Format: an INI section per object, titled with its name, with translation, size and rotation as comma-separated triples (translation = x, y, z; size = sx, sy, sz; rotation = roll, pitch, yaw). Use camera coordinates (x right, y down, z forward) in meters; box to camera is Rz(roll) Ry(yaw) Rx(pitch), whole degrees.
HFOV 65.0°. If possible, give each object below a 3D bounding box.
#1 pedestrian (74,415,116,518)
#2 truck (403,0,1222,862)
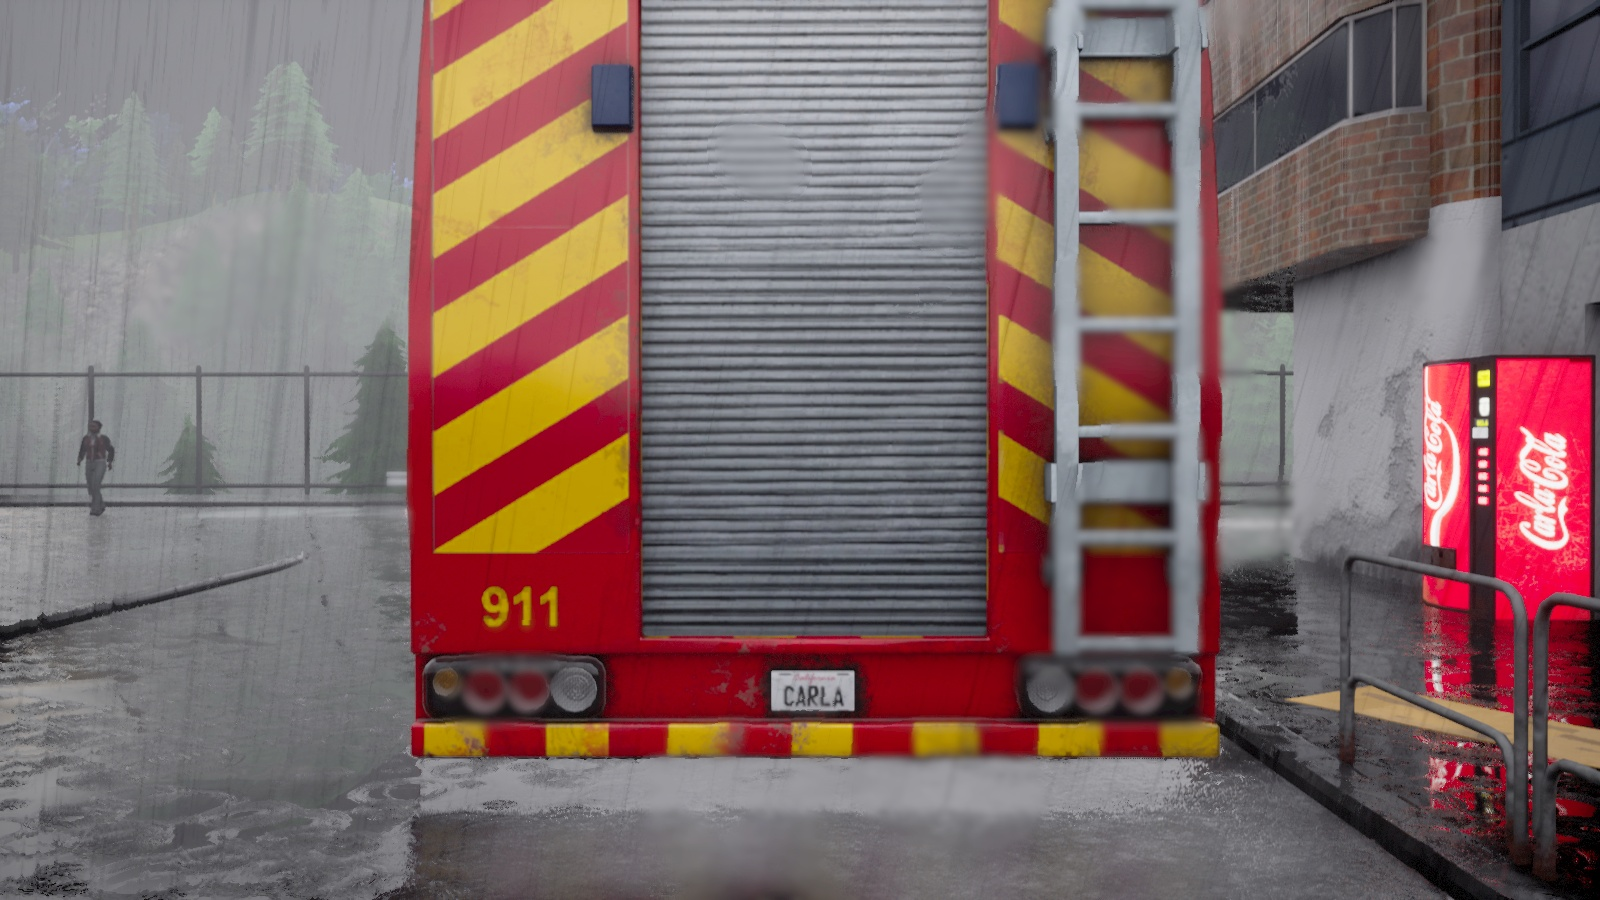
[pedestrian]
translation = -13.474, 0.307, 24.010
size = 0.402, 1.930, 0.666
rotation = 0, 0, 1
[truck]
translation = 0.066, -0.487, 8.676
size = 2.891, 3.827, 8.468
rotation = 0, 0, 0
